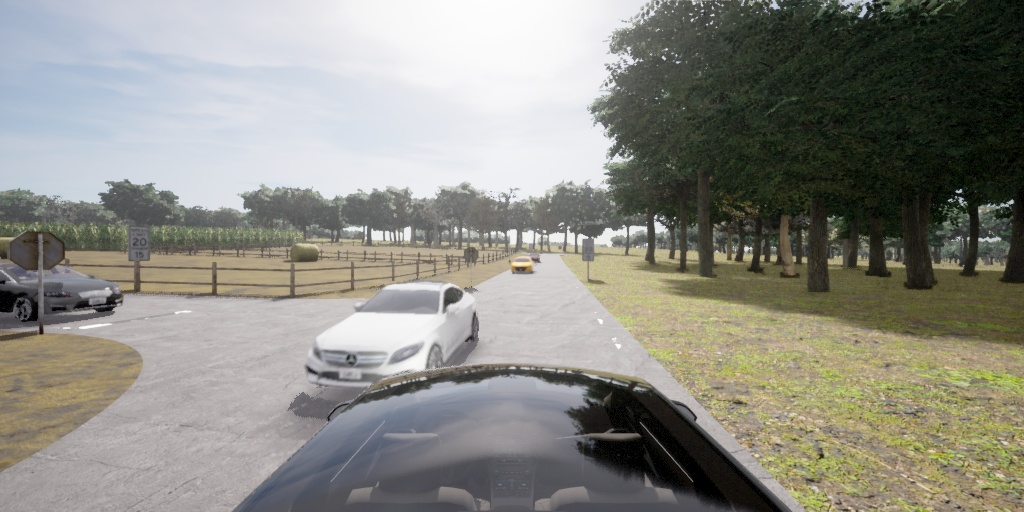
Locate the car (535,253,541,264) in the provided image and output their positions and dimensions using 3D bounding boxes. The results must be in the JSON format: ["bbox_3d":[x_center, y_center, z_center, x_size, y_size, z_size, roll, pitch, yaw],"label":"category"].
[{"bbox_3d":[3.407,0.274,55.360,1.882,1.535,5.008,0,2,6],"label":"car"}]

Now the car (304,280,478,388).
[{"bbox_3d":[-1.876,1.244,7.027,1.812,1.442,4.674,0,1,6],"label":"car"}]

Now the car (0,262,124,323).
[{"bbox_3d":[-14.104,0.954,10.437,4.902,1.511,2.128,1,1,8],"label":"car"}]

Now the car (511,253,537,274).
[{"bbox_3d":[1.032,0.824,33.664,1.882,1.535,5.008,0,1,6],"label":"car"}]
